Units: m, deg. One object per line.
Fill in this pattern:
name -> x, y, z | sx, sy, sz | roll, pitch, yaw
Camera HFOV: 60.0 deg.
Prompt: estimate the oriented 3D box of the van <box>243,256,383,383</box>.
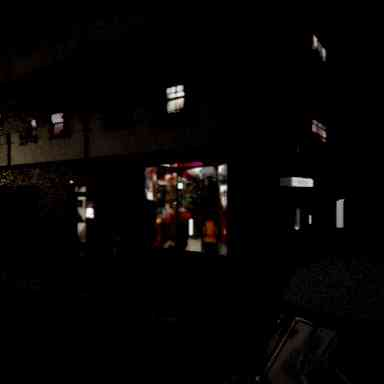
van -> 2.093, 1.342, 1.385 | 3.998, 1.788, 1.690 | 0, 0, 35
